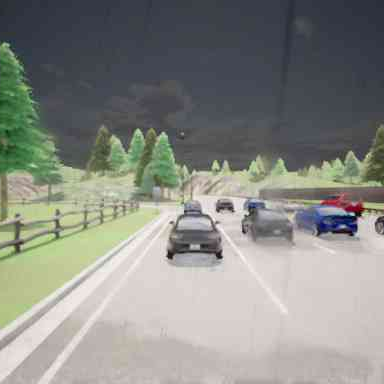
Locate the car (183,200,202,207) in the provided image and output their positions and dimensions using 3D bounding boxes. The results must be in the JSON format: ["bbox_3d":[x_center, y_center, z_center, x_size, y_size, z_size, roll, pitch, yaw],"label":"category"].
[{"bbox_3d":[0.066,1.533,34.374,2.033,1.411,5.357,0,0,0],"label":"car"}]

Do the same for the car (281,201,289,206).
[{"bbox_3d":[10.585,1.587,36.017,1.895,1.301,4.718,0,0,0],"label":"car"}]

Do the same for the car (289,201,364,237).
[{"bbox_3d":[7.093,1.471,18.098,1.882,1.535,5.008,0,0,0],"label":"car"}]

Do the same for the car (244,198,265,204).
[{"bbox_3d":[7.085,1.462,38.074,1.882,1.535,5.008,0,0,0],"label":"car"}]

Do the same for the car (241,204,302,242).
[{"bbox_3d":[3.589,1.519,16.299,1.812,1.442,4.674,0,0,0],"label":"car"}]

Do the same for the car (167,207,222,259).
[{"bbox_3d":[0.094,1.520,12.518,1.812,1.442,4.674,0,0,0],"label":"car"}]

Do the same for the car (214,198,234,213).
[{"bbox_3d":[3.585,1.489,37.335,1.837,1.490,4.892,0,0,0],"label":"car"}]

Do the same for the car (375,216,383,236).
[{"bbox_3d":[10.594,1.486,15.642,2.128,1.511,4.902,0,0,0],"label":"car"}]

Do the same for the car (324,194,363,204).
[{"bbox_3d":[14.088,1.209,31.596,2.150,2.045,5.566,0,0,0],"label":"car"}]
